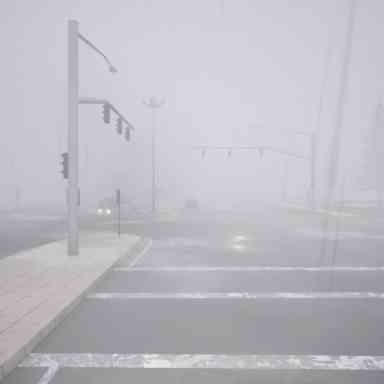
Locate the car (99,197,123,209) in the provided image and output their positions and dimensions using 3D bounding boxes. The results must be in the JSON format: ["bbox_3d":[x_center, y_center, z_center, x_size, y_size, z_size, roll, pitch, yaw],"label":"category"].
[{"bbox_3d":[-11.642,1.491,46.709,2.128,1.511,4.902,0,0,0],"label":"car"}]

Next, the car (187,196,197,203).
[{"bbox_3d":[-0.072,1.564,68.892,1.994,1.385,4.181,0,0,0],"label":"car"}]

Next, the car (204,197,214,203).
[{"bbox_3d":[3.428,1.601,68.927,1.895,1.301,4.718,0,0,0],"label":"car"}]

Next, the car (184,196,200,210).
[{"bbox_3d":[-0.045,1.526,43.457,1.812,1.442,4.674,0,0,0],"label":"car"}]

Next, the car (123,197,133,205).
[{"bbox_3d":[-11.611,1.546,58.103,2.033,1.411,5.357,0,0,1],"label":"car"}]
